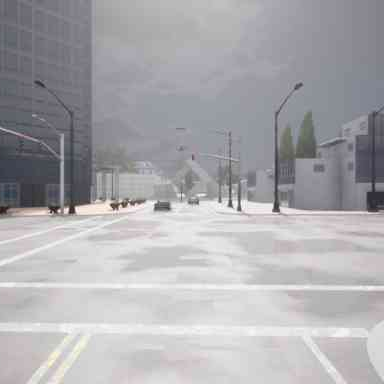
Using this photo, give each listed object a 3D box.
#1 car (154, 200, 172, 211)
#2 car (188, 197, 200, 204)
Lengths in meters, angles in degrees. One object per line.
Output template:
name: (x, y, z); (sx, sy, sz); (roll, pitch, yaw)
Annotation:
car: (-3.606, 1.599, 41.512); (1.895, 1.301, 4.718); (0, 0, 0)
car: (0.450, 1.561, 62.688); (1.994, 1.385, 4.181); (0, 0, 5)
